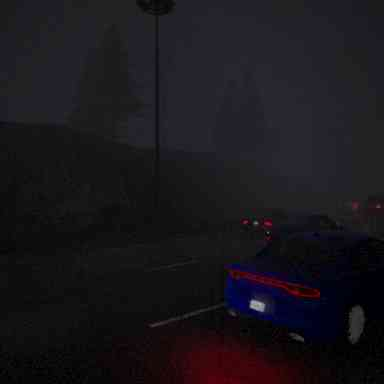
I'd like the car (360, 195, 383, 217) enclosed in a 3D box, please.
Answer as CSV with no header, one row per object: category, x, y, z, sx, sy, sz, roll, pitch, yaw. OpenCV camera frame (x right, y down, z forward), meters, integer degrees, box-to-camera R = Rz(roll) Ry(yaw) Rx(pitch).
car,15.920,1.229,27.991,2.150,2.045,5.566,0,0,33

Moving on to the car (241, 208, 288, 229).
car,4.727,1.572,18.168,2.033,1.411,5.357,0,0,40

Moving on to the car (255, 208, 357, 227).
car,4.604,1.540,12.996,1.812,1.442,4.674,0,0,44

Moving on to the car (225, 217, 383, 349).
car,2.817,1.483,6.398,5.008,1.535,1.882,0,0,-41

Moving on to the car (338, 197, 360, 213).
car,17.656,1.374,37.011,2.097,1.767,4.553,0,0,33
